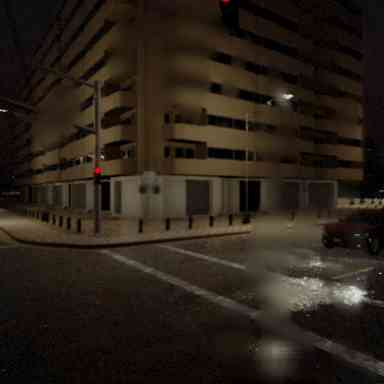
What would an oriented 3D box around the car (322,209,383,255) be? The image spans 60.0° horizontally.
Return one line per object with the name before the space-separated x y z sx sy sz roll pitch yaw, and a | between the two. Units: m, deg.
car | 7.299 1.469 13.492 5.008 1.535 1.882 0 0 -35
